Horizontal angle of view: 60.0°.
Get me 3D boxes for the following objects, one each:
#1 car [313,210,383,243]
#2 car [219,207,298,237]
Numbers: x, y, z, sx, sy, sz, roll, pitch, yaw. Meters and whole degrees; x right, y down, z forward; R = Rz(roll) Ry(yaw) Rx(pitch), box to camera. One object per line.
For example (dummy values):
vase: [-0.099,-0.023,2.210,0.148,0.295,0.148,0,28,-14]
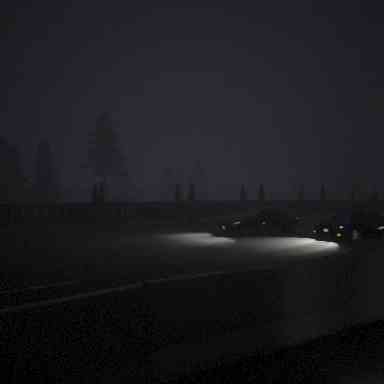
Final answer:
car: [8.053,1.611,16.387,4.181,1.385,1.994,0,0,-25]
car: [3.690,1.551,18.100,4.674,1.442,1.812,0,0,-27]
